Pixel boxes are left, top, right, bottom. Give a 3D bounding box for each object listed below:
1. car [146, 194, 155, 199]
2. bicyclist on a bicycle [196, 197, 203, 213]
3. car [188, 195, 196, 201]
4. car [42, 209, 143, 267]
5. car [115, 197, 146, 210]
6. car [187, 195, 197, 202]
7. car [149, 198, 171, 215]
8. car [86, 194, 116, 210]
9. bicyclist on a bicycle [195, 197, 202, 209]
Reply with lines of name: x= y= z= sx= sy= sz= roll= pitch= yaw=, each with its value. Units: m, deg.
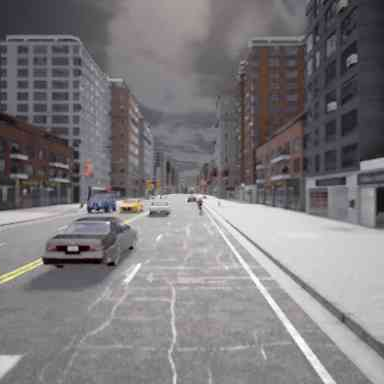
car: x=-9.746 y=1.211 z=77.535 sx=1.837 sy=1.490 sz=4.892 roll=0 pitch=0 yaw=0
bicyclist on a bicycle: x=0.894 y=1.451 z=34.449 sx=0.582 sy=1.620 sz=1.656 roll=0 pitch=0 yaw=0
car: x=0.005 y=1.543 z=85.258 sx=2.033 sy=1.411 sz=5.357 roll=0 pitch=0 yaw=0
car: x=-3.150 y=1.547 z=11.309 sx=2.033 sy=1.411 sz=5.357 roll=0 pitch=0 yaw=0
car: x=-6.575 y=1.475 z=36.178 sx=1.882 sy=1.535 sz=5.008 roll=0 pitch=0 yaw=0
car: x=0.004 y=1.525 z=72.294 sx=1.812 sy=1.442 sz=4.674 roll=0 pitch=0 yaw=0
car: x=-3.150 y=1.599 z=33.535 sx=1.895 sy=1.301 sz=4.718 roll=0 pitch=0 yaw=0
car: x=-9.823 y=1.222 z=36.621 sx=2.150 sy=2.045 sz=5.566 roll=0 pitch=0 yaw=0
bicyclist on a bicycle: x=0.903 y=1.435 z=45.041 sx=0.866 sy=1.612 sz=1.509 roll=0 pitch=0 yaw=0
